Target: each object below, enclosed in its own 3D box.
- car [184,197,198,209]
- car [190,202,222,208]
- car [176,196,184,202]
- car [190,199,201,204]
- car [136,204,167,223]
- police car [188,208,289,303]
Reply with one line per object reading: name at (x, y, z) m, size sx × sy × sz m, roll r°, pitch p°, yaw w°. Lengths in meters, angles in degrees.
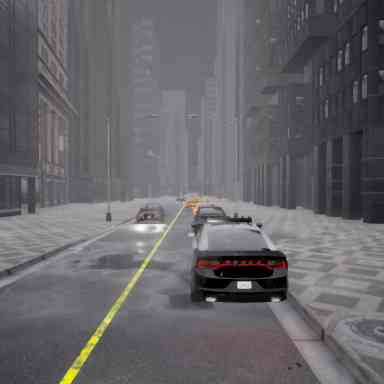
car at (0.189, 1.530, 47.070) m, size 1.882 × 1.535 × 5.008 m, roll 0°, pitch 0°, yaw 1°
car at (0.962, 1.514, 18.302) m, size 1.837 × 1.490 × 4.892 m, roll 0°, pitch 0°, yaw 0°
car at (-2.724, 1.592, 78.894) m, size 1.882 × 1.535 × 5.008 m, roll 0°, pitch 0°, yaw 0°
car at (0.983, 1.495, 24.303) m, size 1.882 × 1.535 × 5.008 m, roll 0°, pitch 0°, yaw 0°
car at (-3.014, 1.582, 25.385) m, size 1.994 × 1.385 × 4.181 m, roll 0°, pitch 0°, yaw 0°
police car at (0.927, 1.426, 8.411) m, size 1.930 × 1.638 × 5.238 m, roll 0°, pitch 0°, yaw 0°
